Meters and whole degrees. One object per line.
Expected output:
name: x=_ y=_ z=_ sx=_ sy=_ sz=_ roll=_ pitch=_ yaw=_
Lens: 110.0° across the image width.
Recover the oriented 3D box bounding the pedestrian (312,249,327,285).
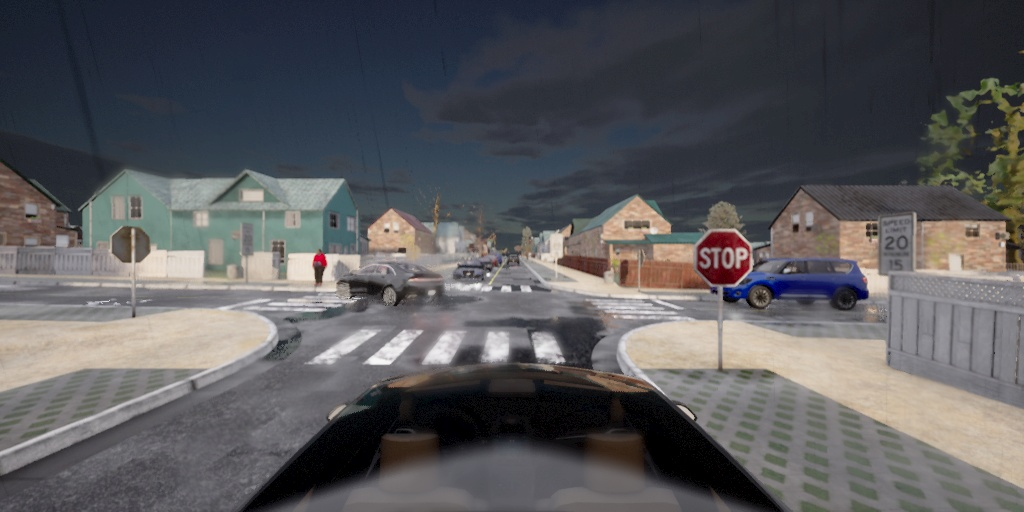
pedestrian: x=-9.604 y=0.520 z=17.831 sx=0.375 sy=1.860 sz=0.375 roll=0 pitch=-1 yaw=0

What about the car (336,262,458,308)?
car: x=-4.686 y=0.980 z=13.531 sx=4.902 sy=1.511 sz=2.128 roll=1 pitch=-1 yaw=36

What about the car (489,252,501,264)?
car: x=-2.774 y=0.584 z=45.883 sx=1.882 sy=1.535 sz=5.008 roll=0 pitch=1 yaw=0

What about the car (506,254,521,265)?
car: x=0.183 y=0.506 z=53.681 sx=1.837 sy=1.490 sz=4.892 roll=0 pitch=-1 yaw=0

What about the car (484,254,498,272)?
car: x=-2.792 y=0.793 z=35.475 sx=2.033 sy=1.411 sz=5.357 roll=0 pitch=1 yaw=0

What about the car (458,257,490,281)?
car: x=-2.826 y=0.957 z=25.093 sx=1.994 sy=1.385 sz=4.181 roll=0 pitch=1 yaw=-1

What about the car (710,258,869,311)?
car: x=11.375 y=1.073 z=14.890 sx=5.566 sy=2.045 sz=2.150 roll=1 pitch=0 yaw=0

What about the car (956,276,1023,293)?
car: x=21.497 y=1.558 z=14.874 sx=5.008 sy=1.535 sz=1.882 roll=1 pitch=0 yaw=0

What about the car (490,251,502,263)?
car: x=-2.703 y=0.194 z=56.481 sx=2.150 sy=2.045 sz=5.566 roll=0 pitch=1 yaw=1
